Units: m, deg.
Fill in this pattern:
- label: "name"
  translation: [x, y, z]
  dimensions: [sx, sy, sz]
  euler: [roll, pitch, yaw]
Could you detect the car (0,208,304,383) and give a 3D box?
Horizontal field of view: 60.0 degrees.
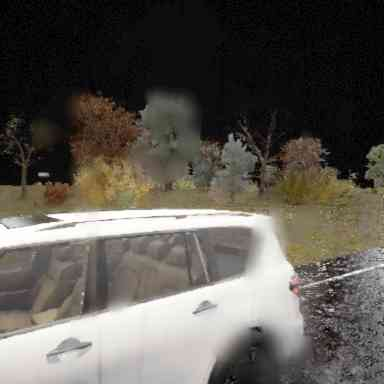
- label: "car"
  translation: [-1.312, 1.223, 3.076]
  dimensions: [5.566, 2.045, 2.150]
  euler: [0, 0, -36]
